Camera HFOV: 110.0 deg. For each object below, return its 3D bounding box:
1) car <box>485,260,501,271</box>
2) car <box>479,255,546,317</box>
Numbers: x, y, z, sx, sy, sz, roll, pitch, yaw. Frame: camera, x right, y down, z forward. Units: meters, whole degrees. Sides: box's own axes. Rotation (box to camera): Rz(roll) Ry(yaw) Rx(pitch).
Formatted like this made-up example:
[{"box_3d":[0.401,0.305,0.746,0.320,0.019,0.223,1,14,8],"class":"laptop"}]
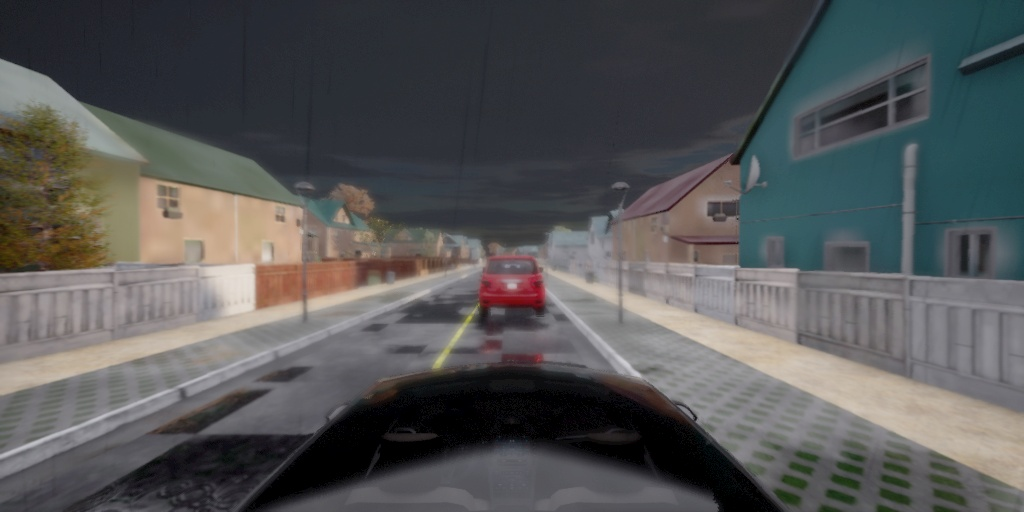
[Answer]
[{"box_3d":[-2.783,1.350,54.309,2.128,1.511,4.902,0,0,1],"class":"car"},{"box_3d":[0.035,0.995,13.491,2.150,2.045,5.566,0,0,1],"class":"car"}]
